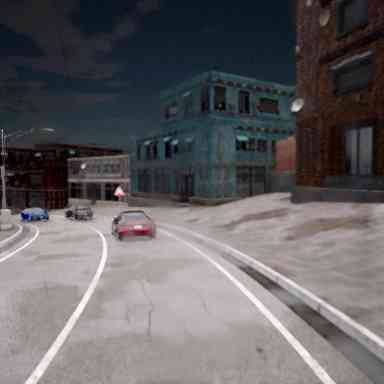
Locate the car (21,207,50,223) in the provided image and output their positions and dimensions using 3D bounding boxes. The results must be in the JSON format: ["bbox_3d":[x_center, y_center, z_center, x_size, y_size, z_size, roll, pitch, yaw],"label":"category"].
[{"bbox_3d":[-16.687,2.383,35.267,1.882,1.535,5.008,-3,-1,-40],"label":"car"}]

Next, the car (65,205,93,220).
[{"bbox_3d":[-12.059,2.147,35.241,2.128,1.511,4.902,-2,-1,-36],"label":"car"}]

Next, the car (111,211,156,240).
[{"bbox_3d":[-3.251,1.700,18.103,1.994,1.385,4.181,-1,-1,-18],"label":"car"}]
